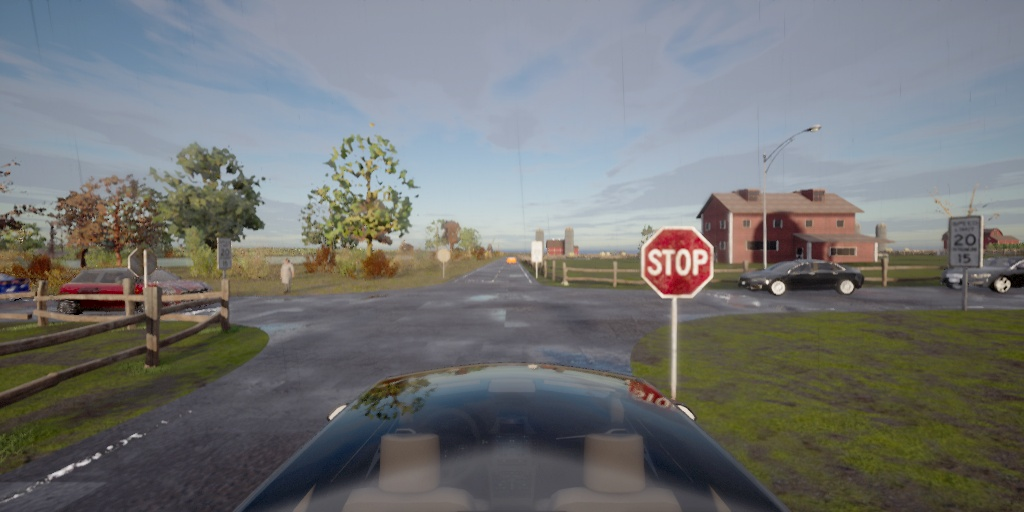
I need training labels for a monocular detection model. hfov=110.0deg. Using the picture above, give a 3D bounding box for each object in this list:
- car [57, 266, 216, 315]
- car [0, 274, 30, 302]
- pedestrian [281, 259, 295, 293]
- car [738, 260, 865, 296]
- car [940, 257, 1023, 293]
[{"bbox_3d":[-13.836,1.219,13.400,4.553,1.767,2.097,-1,1,3],"label":"car"},{"bbox_3d":[-25.575,1.464,16.528,5.008,1.535,1.882,-1,1,1],"label":"car"},{"bbox_3d":[-12.181,1.061,19.442,0.375,1.860,0.375,0,2,0],"label":"pedestrian"},{"bbox_3d":[12.983,0.951,16.293,4.892,1.490,1.837,-1,1,2],"label":"car"},{"bbox_3d":[22.438,0.801,16.189,4.902,1.511,2.128,-1,1,0],"label":"car"}]
